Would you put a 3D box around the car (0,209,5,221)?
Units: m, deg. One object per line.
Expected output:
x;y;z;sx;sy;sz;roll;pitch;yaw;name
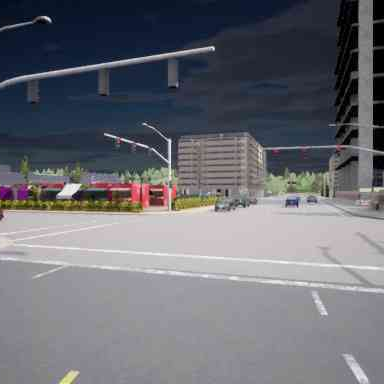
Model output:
-17.102;1.533;26.147;5.008;1.535;1.882;0;0;19;car

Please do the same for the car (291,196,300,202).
24.411;1.553;78.421;1.994;1.385;4.181;0;0;18;car

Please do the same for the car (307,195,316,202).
27.840;1.524;77.641;1.812;1.442;4.674;0;0;18;car

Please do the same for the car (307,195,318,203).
24.573;1.541;67.778;2.033;1.411;5.357;0;0;18;car

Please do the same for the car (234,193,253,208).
7.157;1.221;49.079;2.150;2.045;5.566;0;0;18;car

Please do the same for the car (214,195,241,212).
4.024;1.491;39.686;2.128;1.511;4.902;0;0;18;car

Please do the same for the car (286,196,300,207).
15.733;1.477;52.052;1.882;1.535;5.008;0;0;18;car

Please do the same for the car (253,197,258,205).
10.359;1.564;58.613;1.994;1.385;4.181;0;0;19;car
